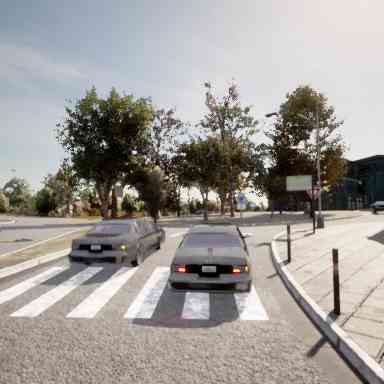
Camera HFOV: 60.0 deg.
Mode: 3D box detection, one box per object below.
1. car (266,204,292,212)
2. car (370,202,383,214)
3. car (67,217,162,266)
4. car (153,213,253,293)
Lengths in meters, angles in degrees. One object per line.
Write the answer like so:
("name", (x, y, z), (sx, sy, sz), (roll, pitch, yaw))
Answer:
("car", (19.211, 3.633, 73.497), (5.566, 2.045, 2.150), (-4, -6, 41))
("car", (24.846, 2.071, 43.942), (1.837, 1.490, 4.892), (-1, -2, 22))
("car", (-2.313, 1.580, 11.632), (2.033, 1.411, 5.357), (-1, 0, 8))
("car", (0.599, 1.543, 8.979), (2.033, 1.411, 5.357), (-1, 0, 6))
